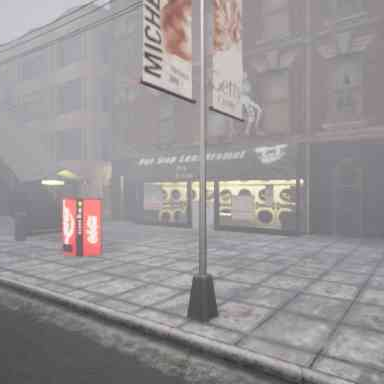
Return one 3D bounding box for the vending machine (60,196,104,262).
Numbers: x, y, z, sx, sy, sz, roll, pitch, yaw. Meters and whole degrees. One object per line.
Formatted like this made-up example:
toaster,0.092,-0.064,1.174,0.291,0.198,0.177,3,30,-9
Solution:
vending machine,-3.740,1.195,11.324,0.880,2.100,1.100,0,0,36
